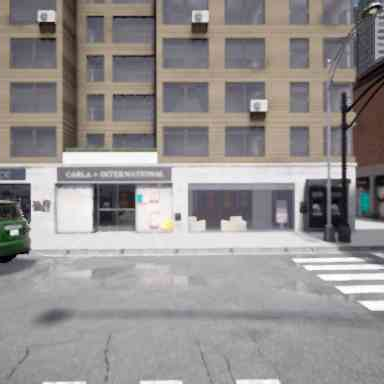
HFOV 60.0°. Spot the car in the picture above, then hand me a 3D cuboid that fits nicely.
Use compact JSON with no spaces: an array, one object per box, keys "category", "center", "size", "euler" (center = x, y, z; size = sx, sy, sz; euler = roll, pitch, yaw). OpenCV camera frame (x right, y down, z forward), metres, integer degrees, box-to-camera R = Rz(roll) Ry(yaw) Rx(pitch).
[{"category":"car","center":[-7.720,1.278,10.018],"size":[5.566,2.045,2.150],"euler":[-1,-1,11]}]
